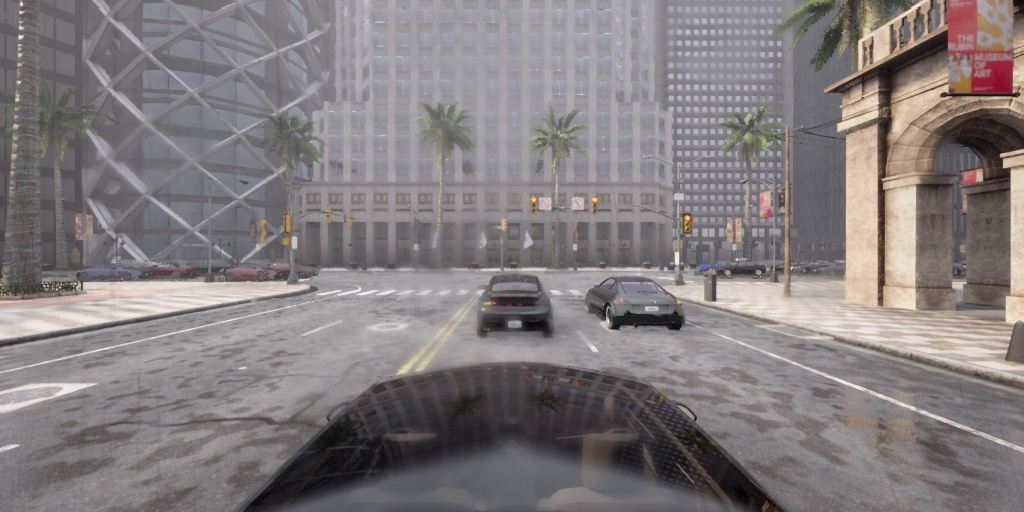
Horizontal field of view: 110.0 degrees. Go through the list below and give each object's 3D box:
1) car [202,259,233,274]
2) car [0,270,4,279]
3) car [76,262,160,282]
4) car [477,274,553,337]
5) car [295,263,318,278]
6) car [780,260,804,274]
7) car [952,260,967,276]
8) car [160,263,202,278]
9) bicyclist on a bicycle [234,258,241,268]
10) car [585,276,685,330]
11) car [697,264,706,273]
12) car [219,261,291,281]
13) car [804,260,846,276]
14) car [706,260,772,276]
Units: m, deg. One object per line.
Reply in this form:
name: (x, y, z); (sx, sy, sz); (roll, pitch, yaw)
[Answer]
car: (-32.877, 1.102, 39.387); (4.553, 1.767, 2.097); (0, 0, -10)
car: (-43.193, 1.102, 27.695); (4.553, 1.767, 2.097); (0, 0, -35)
car: (-31.702, 1.314, 28.756); (4.181, 1.385, 1.994); (0, 0, -13)
car: (0.080, 1.255, 10.293); (1.837, 1.490, 4.892); (0, 0, 0)
car: (-20.420, 1.276, 33.084); (4.674, 1.442, 1.812); (0, 0, -1)
car: (33.647, 1.242, 40.228); (4.902, 1.511, 2.128); (0, 0, 0)
car: (43.028, 1.240, 36.683); (4.902, 1.511, 2.128); (0, 0, 0)
car: (-31.516, 1.351, 32.368); (4.718, 1.301, 1.895); (0, 0, -12)
bicyclist on a bicycle: (-35.735, 1.051, 46.614); (0.582, 1.620, 1.656); (0, 0, -12)
car: (3.584, 1.314, 11.158); (1.994, 1.385, 4.181); (0, 0, 0)
car: (23.457, 1.228, 40.264); (5.008, 1.535, 1.882); (0, 0, 0)
car: (-21.037, 1.314, 29.512); (4.181, 1.385, 1.994); (0, 0, 0)
car: (33.063, 1.314, 36.733); (4.181, 1.385, 1.994); (0, 0, 0)
car: (23.195, 1.228, 36.765); (5.008, 1.535, 1.882); (0, 0, 0)
